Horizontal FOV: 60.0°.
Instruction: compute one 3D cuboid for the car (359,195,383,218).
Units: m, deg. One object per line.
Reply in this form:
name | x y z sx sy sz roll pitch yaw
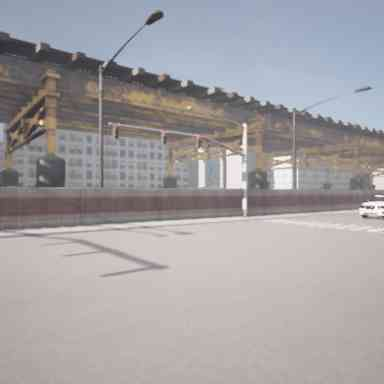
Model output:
car | 16.845 1.242 28.886 5.566 2.045 2.150 0 0 -36
